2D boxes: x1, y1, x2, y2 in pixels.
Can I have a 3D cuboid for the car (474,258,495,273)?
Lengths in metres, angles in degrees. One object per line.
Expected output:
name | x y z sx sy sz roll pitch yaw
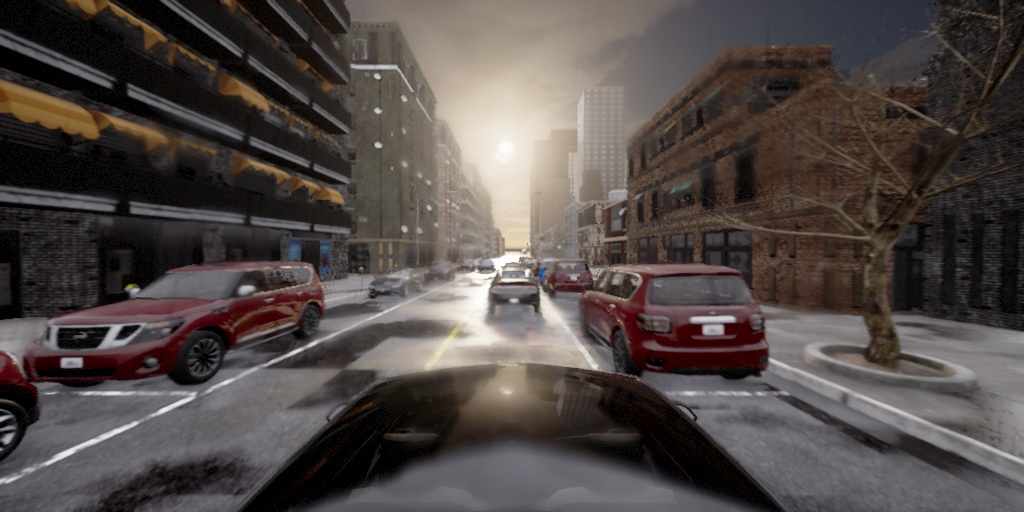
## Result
car | -3.071 1.184 43.652 1.882 1.535 5.008 0 0 0

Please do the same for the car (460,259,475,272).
car | -5.673 1.145 45.008 1.967 1.591 4.097 0 0 0

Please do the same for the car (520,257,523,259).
car | 2.681 1.251 61.058 1.948 1.339 4.313 0 0 0

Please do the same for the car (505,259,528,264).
car | 0.098 1.227 29.314 1.837 1.490 4.892 0 0 0

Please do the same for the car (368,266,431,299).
car | -5.685 1.285 17.972 2.007 1.370 4.403 0 0 0

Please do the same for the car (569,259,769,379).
car | 2.692 1.060 7.147 2.192 1.841 5.009 0 0 0

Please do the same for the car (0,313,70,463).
car | -5.691 1.190 1.751 1.967 1.591 4.097 0 0 0

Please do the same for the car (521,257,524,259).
car | 2.679 1.258 55.479 1.948 1.339 4.313 0 0 0

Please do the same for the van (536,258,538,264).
van | 2.699 1.070 23.369 1.690 1.789 3.998 0 0 0

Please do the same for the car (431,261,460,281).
car | -5.680 1.163 28.786 1.967 1.591 4.097 0 0 0

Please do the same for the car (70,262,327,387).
car | -5.689 1.060 7.158 2.192 1.841 5.009 0 0 0

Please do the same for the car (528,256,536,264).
car | 2.701 1.038 28.776 2.192 1.841 5.009 0 0 0

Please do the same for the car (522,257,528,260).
car | 2.710 1.259 49.907 2.007 1.370 4.403 0 0 0

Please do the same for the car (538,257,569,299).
car | 2.696 1.049 17.961 2.192 1.841 5.009 0 0 0

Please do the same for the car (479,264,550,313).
car | 0.090 1.229 13.982 2.128 1.511 4.902 0 0 0
